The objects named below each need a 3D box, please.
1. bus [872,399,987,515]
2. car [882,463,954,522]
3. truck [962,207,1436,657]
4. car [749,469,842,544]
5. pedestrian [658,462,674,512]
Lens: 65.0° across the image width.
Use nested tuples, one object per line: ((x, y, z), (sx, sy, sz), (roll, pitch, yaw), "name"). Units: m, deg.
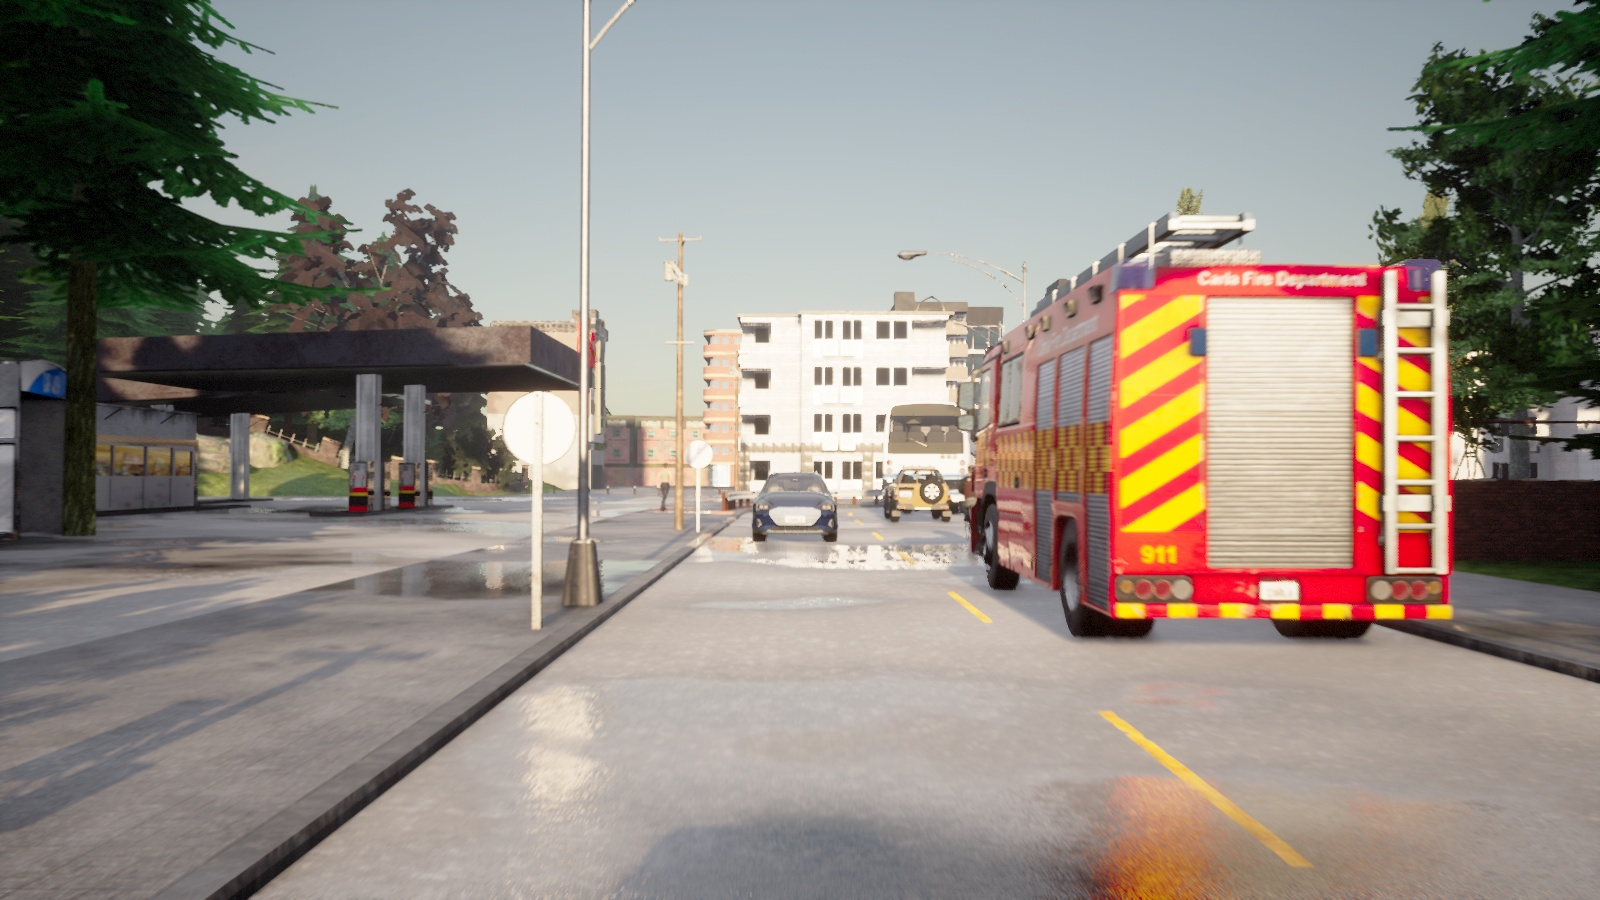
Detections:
((5.511, 0.352, 51.400), (3.944, 4.253, 10.273), (0, -1, 10), "bus")
((3.851, 1.368, 41.619), (1.932, 1.855, 4.605), (0, -1, 0), "car")
((3.943, -0.093, 14.943), (2.891, 3.827, 8.468), (0, -1, 0), "truck")
((-0.107, 1.287, 29.900), (2.033, 1.649, 4.856), (0, -1, 0), "car")
((-5.043, 1.390, 47.337), (0.345, 1.836, 0.594), (-1, -1, 22), "pedestrian")
